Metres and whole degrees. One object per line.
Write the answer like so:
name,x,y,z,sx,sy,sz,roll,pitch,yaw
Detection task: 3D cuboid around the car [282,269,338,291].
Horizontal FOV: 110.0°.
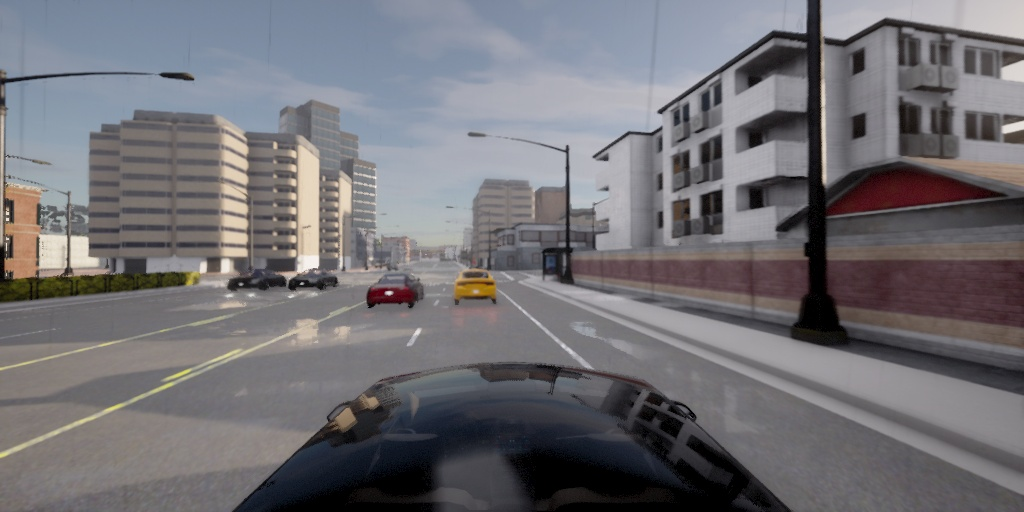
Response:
car,-13.459,1.581,24.483,1.994,1.385,4.181,0,-1,-8

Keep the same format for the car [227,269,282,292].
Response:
car,-16.929,1.589,24.035,1.994,1.385,4.181,0,-1,-8

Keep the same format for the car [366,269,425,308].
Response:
car,-5.210,1.476,16.443,1.994,1.385,4.181,0,0,-8

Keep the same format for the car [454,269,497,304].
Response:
car,-1.847,1.389,17.713,1.882,1.535,5.008,0,0,-7
